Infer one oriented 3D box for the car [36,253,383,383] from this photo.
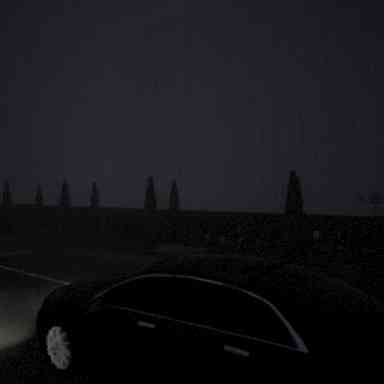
[{"bbox_3d":[0.098,1.509,3.923,4.892,1.490,1.837,0,0,36],"label":"car"}]
